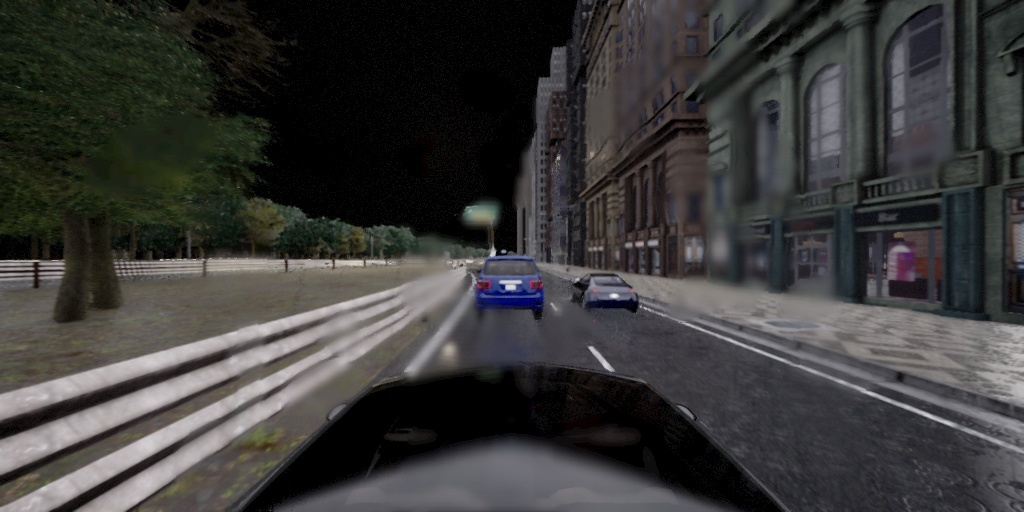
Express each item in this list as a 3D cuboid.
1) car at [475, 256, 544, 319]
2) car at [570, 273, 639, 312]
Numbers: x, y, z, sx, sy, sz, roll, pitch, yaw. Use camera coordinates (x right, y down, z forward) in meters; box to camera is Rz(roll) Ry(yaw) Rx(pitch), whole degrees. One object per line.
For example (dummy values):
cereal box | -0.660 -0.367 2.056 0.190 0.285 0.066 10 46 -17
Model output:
car | -0.140 1.024 13.161 2.150 2.045 5.566 0 0 -2
car | 3.589 1.376 14.571 1.994 1.385 4.181 0 0 0
